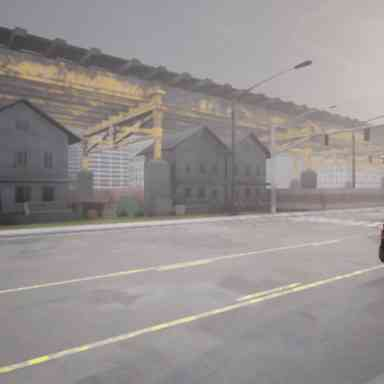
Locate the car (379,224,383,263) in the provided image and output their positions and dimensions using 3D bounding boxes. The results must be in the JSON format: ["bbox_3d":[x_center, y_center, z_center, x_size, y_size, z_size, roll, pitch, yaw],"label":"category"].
[{"bbox_3d":[7.279,1.180,8.999,5.566,2.045,2.150,0,0,-35],"label":"car"}]
